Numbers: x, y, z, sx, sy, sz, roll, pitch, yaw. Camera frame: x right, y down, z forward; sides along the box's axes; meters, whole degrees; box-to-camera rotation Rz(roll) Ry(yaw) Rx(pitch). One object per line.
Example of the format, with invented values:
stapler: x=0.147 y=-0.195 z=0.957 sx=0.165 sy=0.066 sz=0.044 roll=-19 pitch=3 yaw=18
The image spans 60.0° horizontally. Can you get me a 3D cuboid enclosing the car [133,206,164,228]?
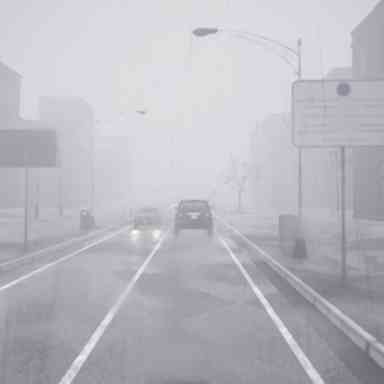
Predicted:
car: x=-3.101 y=1.782 z=24.371 sx=1.837 sy=1.490 sz=4.892 roll=0 pitch=-1 yaw=0

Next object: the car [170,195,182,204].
car: x=-3.022 y=1.486 z=65.126 sx=2.128 sy=1.511 sz=4.902 roll=0 pitch=2 yaw=0

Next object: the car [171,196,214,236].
car: x=0.085 y=1.432 z=20.039 sx=2.150 sy=2.045 sz=5.566 roll=0 pitch=-1 yaw=0

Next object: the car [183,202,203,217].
car: x=0.094 y=1.947 z=38.550 sx=2.128 sy=1.511 sz=4.902 roll=0 pitch=0 yaw=0
